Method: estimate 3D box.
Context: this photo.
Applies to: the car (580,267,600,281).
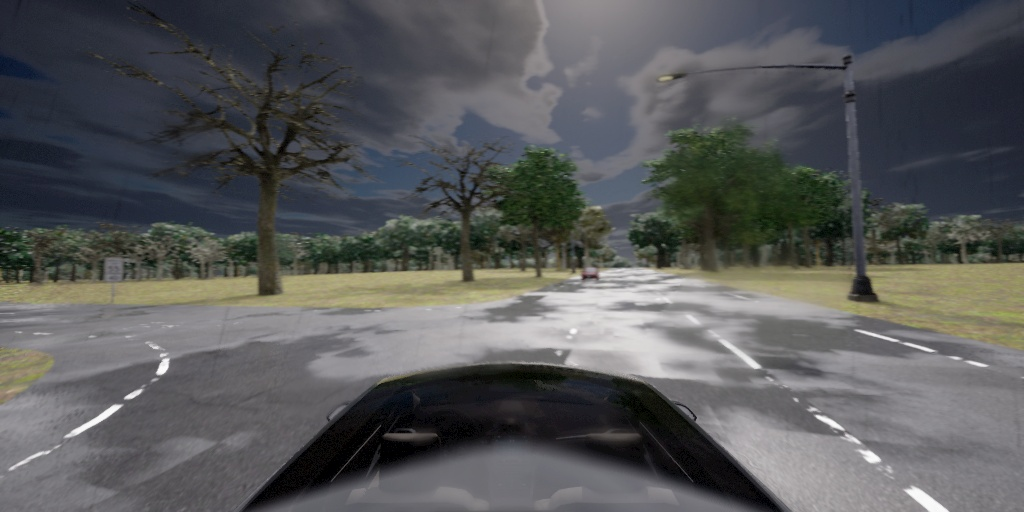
[{"bbox_3d":[8.935,2.013,40.868,1.882,1.535,5.008,-3,-2,16],"label":"car"}]
